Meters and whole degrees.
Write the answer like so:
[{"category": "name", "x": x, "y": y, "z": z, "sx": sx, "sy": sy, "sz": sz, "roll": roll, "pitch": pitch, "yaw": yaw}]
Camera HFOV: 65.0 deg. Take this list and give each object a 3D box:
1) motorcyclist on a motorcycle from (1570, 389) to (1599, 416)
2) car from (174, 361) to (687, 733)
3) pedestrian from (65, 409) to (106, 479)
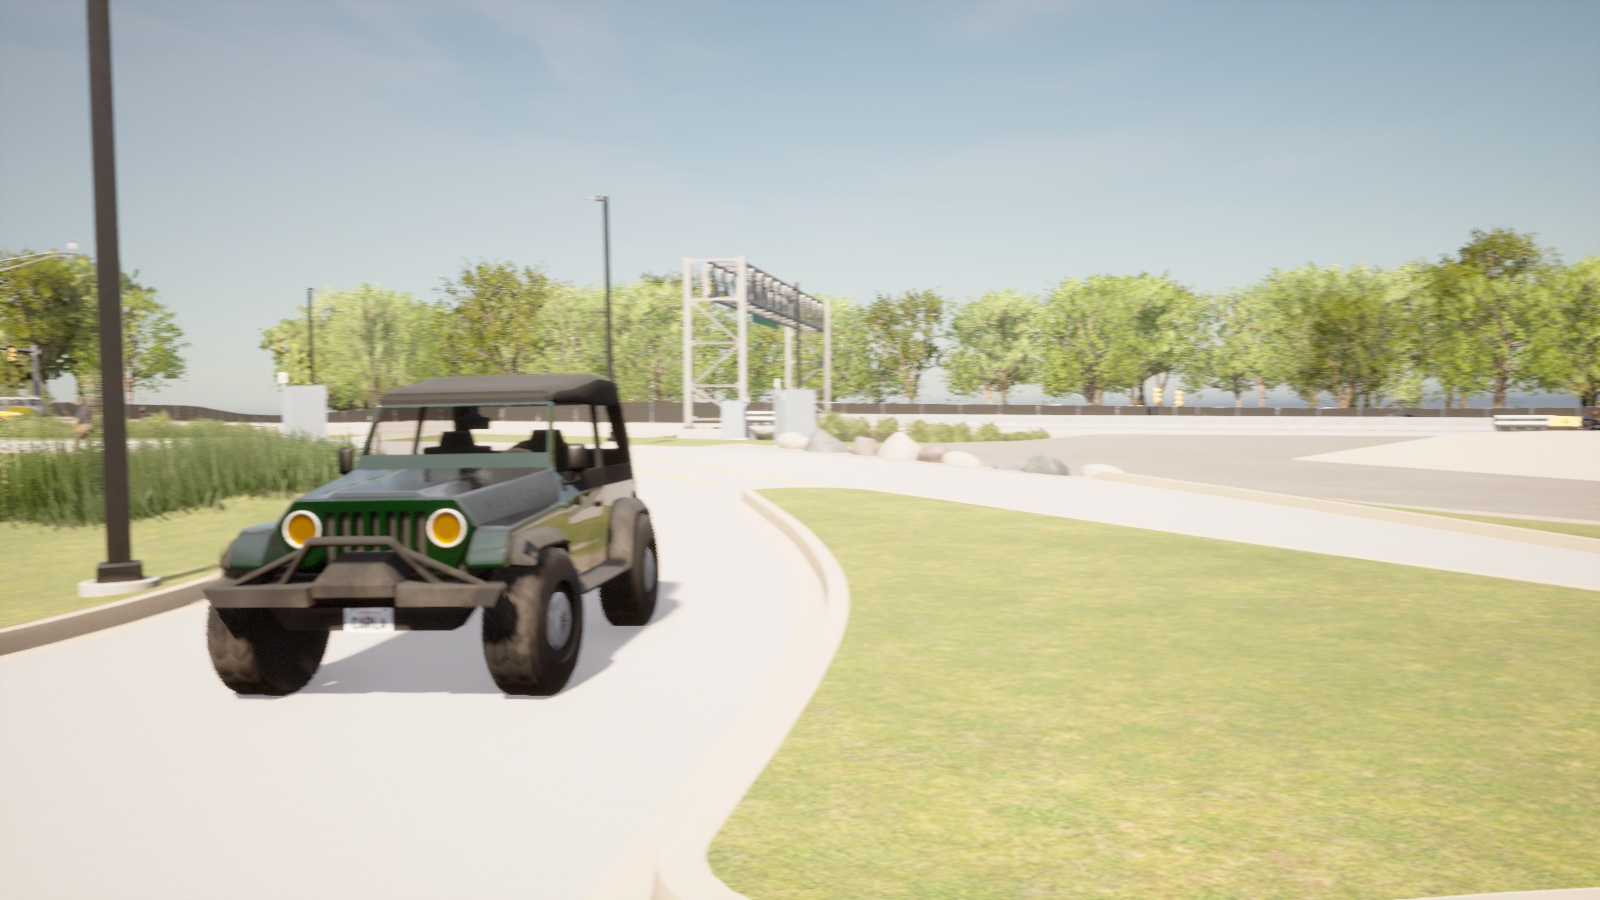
[{"category": "motorcyclist on a motorcycle", "x": 49.384, "y": -2.939, "z": 78.198, "sx": 2.350, "sy": 1.649, "sz": 0.766, "roll": 0, "pitch": 2, "yaw": 12}, {"category": "car", "x": -2.105, "y": 0.456, "z": 8.437, "sx": 1.905, "sy": 1.878, "sz": 3.866, "roll": -2, "pitch": 2, "yaw": 6}, {"category": "pedestrian", "x": -19.227, "y": -0.167, "z": 33.793, "sx": 0.694, "sy": 1.848, "sz": 0.540, "roll": -2, "pitch": 2, "yaw": 24}]
